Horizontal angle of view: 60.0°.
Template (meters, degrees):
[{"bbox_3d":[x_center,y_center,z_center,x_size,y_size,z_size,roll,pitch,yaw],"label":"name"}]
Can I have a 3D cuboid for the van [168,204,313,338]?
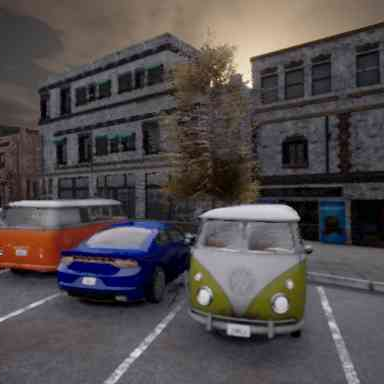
[{"bbox_3d":[1.207,1.244,6.462,1.878,1.987,4.442,1,0,16],"label":"van"}]

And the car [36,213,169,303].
[{"bbox_3d":[-1.161,1.456,8.272,2.097,1.535,5.008,0,-1,16],"label":"car"}]

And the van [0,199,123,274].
[{"bbox_3d":[-3.516,1.219,10.096,1.878,1.987,4.442,0,-1,16],"label":"van"}]
